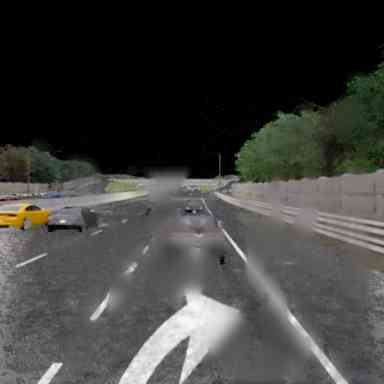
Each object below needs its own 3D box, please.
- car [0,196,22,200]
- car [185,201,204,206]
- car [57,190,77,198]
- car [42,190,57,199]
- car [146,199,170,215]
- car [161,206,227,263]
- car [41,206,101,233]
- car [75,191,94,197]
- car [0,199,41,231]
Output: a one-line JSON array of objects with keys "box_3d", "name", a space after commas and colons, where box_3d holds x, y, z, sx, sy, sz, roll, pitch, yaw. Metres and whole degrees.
[{"box_3d": [-31.144, 1.286, 56.644, 1.895, 1.301, 4.718, 0, 1, 1], "name": "car"}, {"box_3d": [0.239, 1.533, 33.169, 1.895, 1.301, 4.718, 0, 0, 0], "name": "car"}, {"box_3d": [-24.013, 0.719, 65.619, 2.150, 2.045, 5.566, 0, 1, 1], "name": "car"}, {"box_3d": [-27.512, 0.718, 65.673, 2.150, 2.045, 5.566, 0, 1, 1], "name": "car"}, {"box_3d": [-3.363, 1.439, 32.911, 1.837, 1.490, 4.892, 0, 0, 0], "name": "car"}, {"box_3d": [0.125, 1.468, 11.788, 2.128, 1.511, 4.902, 0, 0, 0], "name": "car"}, {"box_3d": [-6.843, 1.524, 19.628, 1.994, 1.385, 4.181, 0, 0, 0], "name": "car"}, {"box_3d": [-20.518, 1.044, 65.196, 2.033, 1.411, 5.357, 0, 1, 1], "name": "car"}, {"box_3d": [-10.340, 1.436, 20.332, 1.882, 1.535, 5.008, 0, 0, 0], "name": "car"}]
